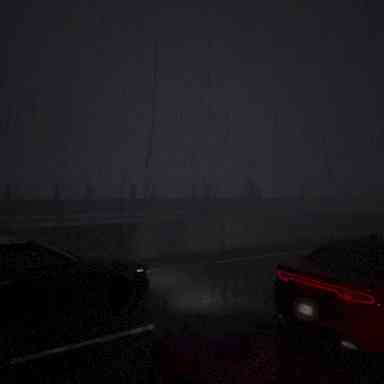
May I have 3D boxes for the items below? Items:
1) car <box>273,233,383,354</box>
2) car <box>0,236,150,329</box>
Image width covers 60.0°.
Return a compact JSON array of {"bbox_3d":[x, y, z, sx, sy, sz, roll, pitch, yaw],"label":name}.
[{"bbox_3d":[3.687,1.473,5.879,5.008,1.535,1.882,0,0,-31],"label":"car"},{"bbox_3d":[-3.006,1.503,5.748,4.674,1.442,1.812,0,0,-35],"label":"car"}]
